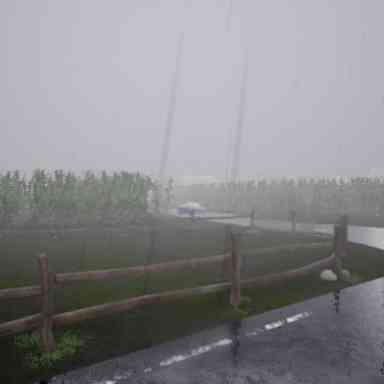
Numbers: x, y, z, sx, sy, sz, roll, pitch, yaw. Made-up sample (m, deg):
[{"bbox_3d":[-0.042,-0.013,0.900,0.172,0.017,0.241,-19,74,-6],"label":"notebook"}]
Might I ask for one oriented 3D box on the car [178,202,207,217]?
[{"bbox_3d":[-0.050,1.863,36.615,1.812,1.442,4.674,0,0,-25],"label":"car"}]
